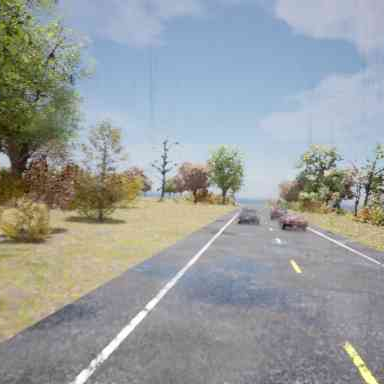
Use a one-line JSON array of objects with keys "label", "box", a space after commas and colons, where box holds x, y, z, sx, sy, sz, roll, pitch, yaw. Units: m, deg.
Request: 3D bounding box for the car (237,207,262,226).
[{"label": "car", "box": [5.268, 2.172, 30.660, 1.837, 1.490, 4.892, 3, -1, 10]}]

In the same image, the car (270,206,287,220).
[{"label": "car", "box": [10.560, 2.467, 40.154, 2.097, 1.767, 4.553, 3, -1, 11]}]

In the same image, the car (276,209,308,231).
[{"label": "car", "box": [8.385, 2.426, 27.840, 1.895, 1.301, 4.718, 3, -1, 10]}]
